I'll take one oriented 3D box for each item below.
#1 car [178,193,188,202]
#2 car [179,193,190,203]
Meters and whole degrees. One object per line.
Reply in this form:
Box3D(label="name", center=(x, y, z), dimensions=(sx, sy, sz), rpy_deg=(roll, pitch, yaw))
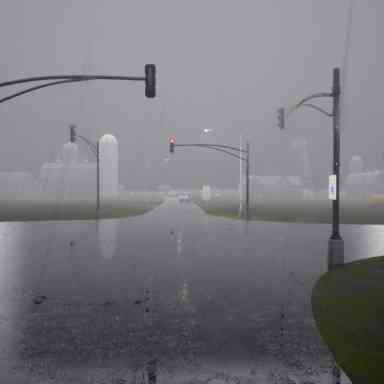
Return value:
Box3D(label="car", center=(-2.097, 1.189, 79.920), dimensions=(2.150, 2.045, 5.566), rpy_deg=(0, 0, -4))
Box3D(label="car", center=(-1.513, 1.553, 69.886), dimensions=(1.812, 1.442, 4.674), rpy_deg=(0, 0, -3))
